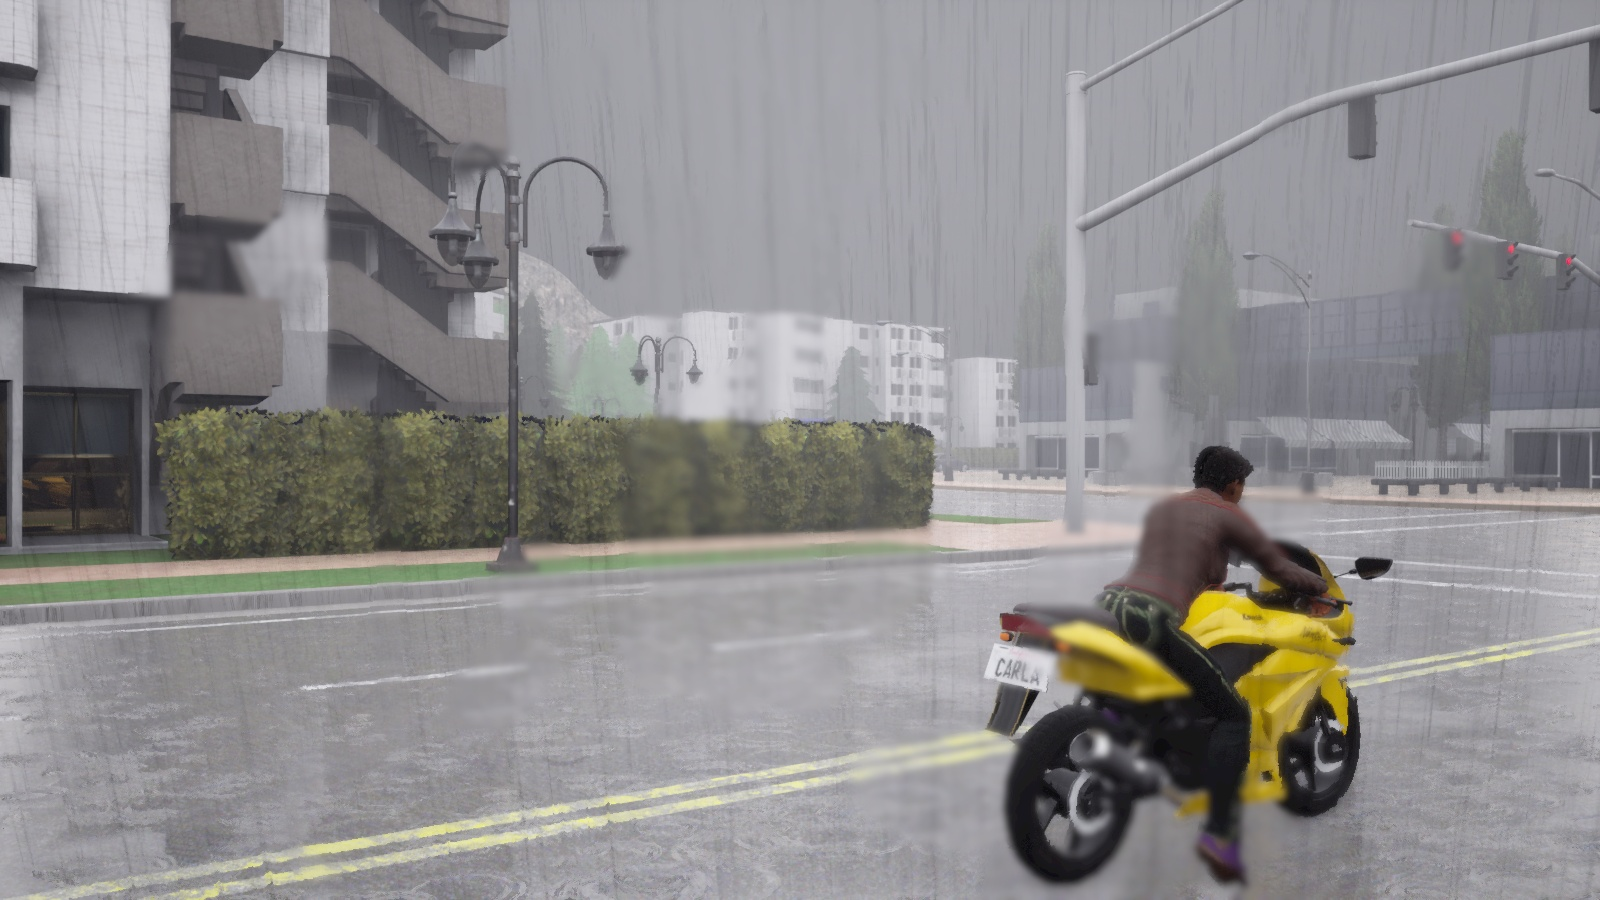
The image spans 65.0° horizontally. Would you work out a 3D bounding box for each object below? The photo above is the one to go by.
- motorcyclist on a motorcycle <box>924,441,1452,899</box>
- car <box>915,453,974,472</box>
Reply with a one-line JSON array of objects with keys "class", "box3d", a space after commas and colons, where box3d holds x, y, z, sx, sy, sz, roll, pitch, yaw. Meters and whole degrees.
[{"class": "motorcyclist on a motorcycle", "box3d": [1.507, 0.735, 4.703, 2.044, 1.523, 0.797, 0, 0, -35]}, {"class": "car", "box3d": [11.273, 0.965, 97.885, 4.892, 1.490, 1.837, 0, 0, -43]}]
